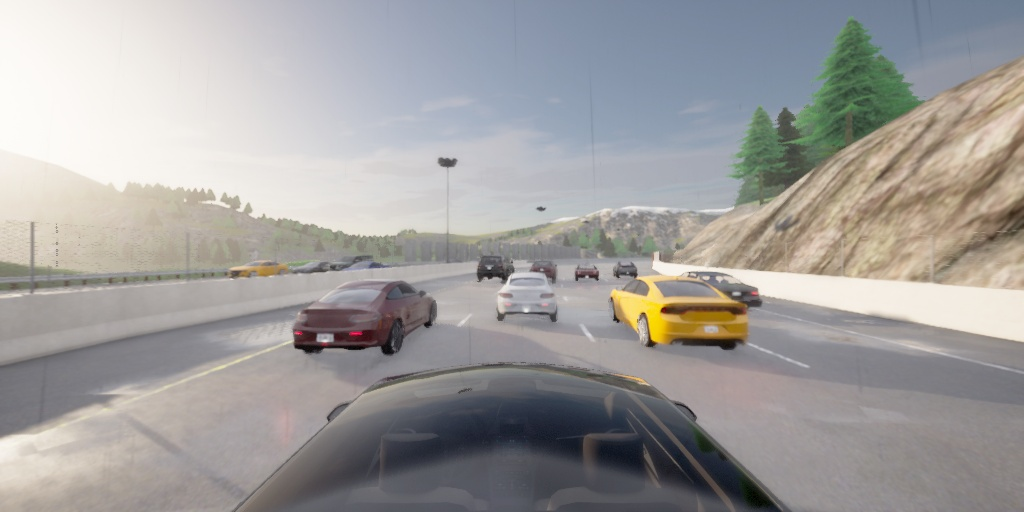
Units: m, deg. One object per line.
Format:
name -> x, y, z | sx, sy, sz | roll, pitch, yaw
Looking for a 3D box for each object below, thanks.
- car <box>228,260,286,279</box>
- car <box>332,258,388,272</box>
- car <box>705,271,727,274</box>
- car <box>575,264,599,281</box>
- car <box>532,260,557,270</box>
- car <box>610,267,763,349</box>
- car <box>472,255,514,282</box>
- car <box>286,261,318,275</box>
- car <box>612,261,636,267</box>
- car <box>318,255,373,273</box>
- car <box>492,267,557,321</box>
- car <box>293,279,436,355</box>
car -> -22.087, 1.145, 31.463 | 1.882, 1.535, 5.008 | 0, 0, 9
car -> -11.859, 1.172, 28.962 | 1.882, 1.535, 5.008 | 0, 0, 9
car -> 7.698, 1.304, 14.448 | 2.033, 1.411, 5.357 | 0, 0, 5
car -> 6.273, 1.339, 30.312 | 1.895, 1.301, 4.718 | 0, 0, 10
car -> 2.668, 1.081, 29.839 | 2.097, 1.767, 4.553 | 0, 0, 9
car -> 3.880, 1.230, 9.239 | 1.882, 1.535, 5.008 | 0, 0, 3
car -> -1.194, 0.943, 28.112 | 2.150, 2.045, 5.566 | 0, 0, 9
car -> -18.213, 1.200, 33.488 | 1.812, 1.442, 4.674 | 0, 0, 10
car -> 10.377, 1.237, 33.075 | 2.128, 1.511, 4.902 | 0, 0, 11
car -> -14.752, 0.905, 33.004 | 2.150, 2.045, 5.566 | 0, 0, 10
car -> 0.553, 1.267, 12.345 | 1.812, 1.442, 4.674 | 0, 0, 4
car -> -3.168, 1.261, 8.558 | 1.812, 1.442, 4.674 | 0, 0, 2
